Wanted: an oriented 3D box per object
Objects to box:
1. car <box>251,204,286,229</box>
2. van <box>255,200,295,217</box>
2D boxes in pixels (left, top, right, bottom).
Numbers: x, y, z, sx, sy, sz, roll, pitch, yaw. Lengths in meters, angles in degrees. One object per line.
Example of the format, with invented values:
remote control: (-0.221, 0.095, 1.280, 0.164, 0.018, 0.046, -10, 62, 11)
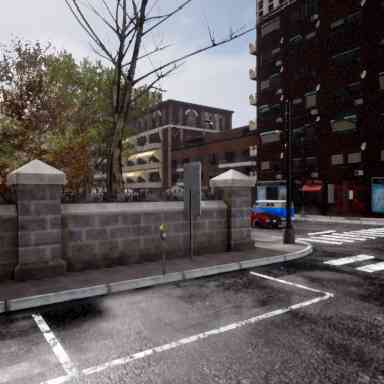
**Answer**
car: (4.459, 1.833, 24.268, 1.994, 1.385, 4.181, 0, -1, -36)
van: (7.312, 1.642, 30.184, 1.690, 1.788, 3.998, -1, 0, -36)
